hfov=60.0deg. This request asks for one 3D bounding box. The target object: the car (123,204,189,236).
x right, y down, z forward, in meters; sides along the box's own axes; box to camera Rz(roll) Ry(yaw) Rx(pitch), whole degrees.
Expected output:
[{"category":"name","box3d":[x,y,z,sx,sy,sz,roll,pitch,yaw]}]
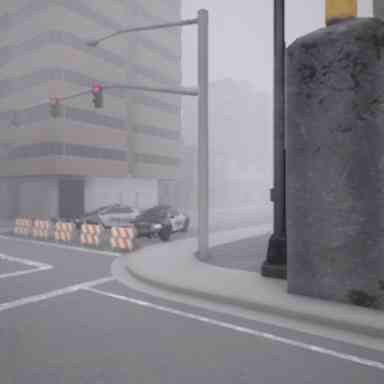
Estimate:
[{"category":"car","box3d":[-1.657,1.323,17.103,1.853,1.218,4.536,0,0,15]}]

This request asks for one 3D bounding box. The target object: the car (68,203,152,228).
[{"category":"car","box3d":[-4.821,1.333,19.759,4.536,1.218,1.853,0,0,-30]}]

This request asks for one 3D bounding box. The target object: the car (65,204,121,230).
[{"category":"car","box3d":[-4.866,1.490,19.733,4.974,1.542,2.038,0,0,-30]}]

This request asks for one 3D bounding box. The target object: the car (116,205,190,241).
[{"category":"car","box3d":[-1.670,1.480,17.052,2.038,1.542,4.974,0,0,15]}]
